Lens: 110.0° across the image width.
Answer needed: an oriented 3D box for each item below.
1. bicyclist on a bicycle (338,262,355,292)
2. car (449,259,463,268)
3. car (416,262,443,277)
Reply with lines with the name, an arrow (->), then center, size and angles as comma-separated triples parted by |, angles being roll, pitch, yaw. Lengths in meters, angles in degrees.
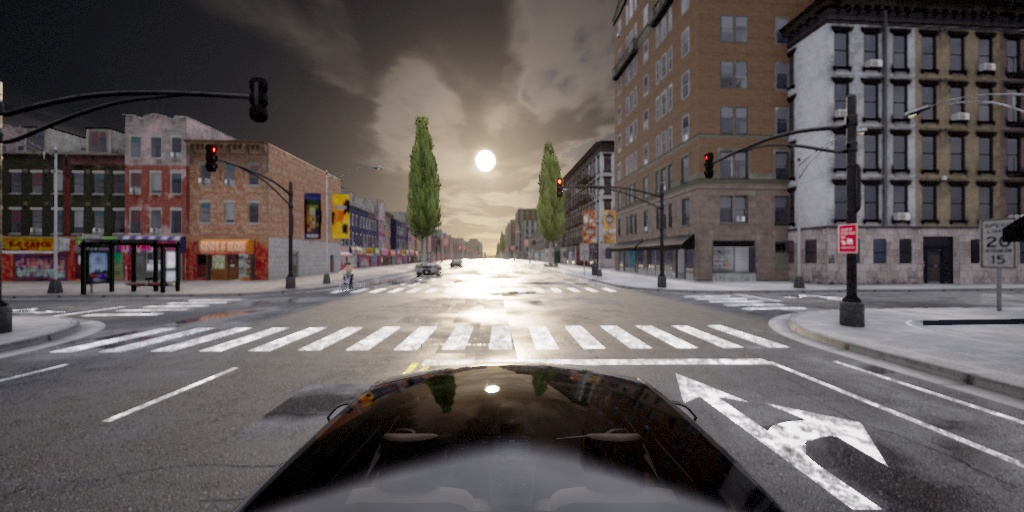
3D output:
bicyclist on a bicycle -> -9.173, 1.159, 20.010 | 0.866, 1.612, 1.509 | 0, 0, -2
car -> -9.237, 1.245, 59.838 | 2.033, 1.411, 5.357 | 0, 0, -3
car -> -7.754, 1.276, 34.092 | 1.994, 1.385, 4.181 | 0, 0, -3
